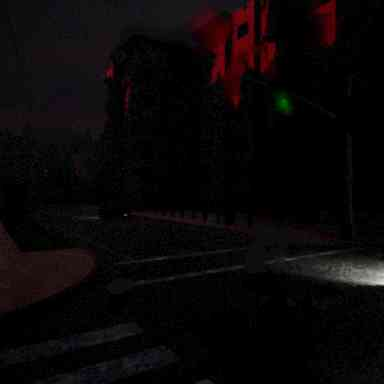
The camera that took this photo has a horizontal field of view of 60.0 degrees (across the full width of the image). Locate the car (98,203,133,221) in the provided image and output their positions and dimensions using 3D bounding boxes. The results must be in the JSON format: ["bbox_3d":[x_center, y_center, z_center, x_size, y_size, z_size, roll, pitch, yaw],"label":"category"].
[{"bbox_3d":[-6.472,1.624,28.187,1.812,1.442,4.674,1,-1,-32],"label":"car"}]
